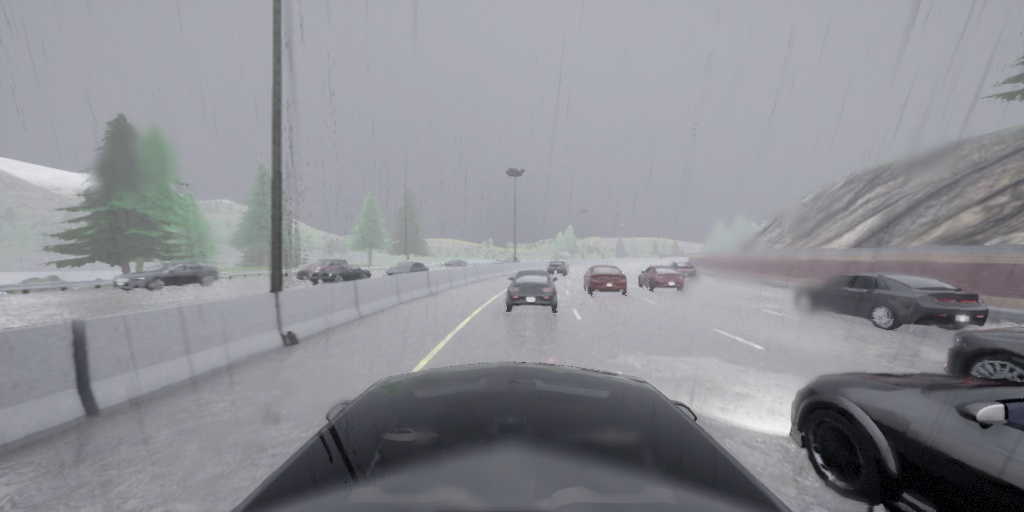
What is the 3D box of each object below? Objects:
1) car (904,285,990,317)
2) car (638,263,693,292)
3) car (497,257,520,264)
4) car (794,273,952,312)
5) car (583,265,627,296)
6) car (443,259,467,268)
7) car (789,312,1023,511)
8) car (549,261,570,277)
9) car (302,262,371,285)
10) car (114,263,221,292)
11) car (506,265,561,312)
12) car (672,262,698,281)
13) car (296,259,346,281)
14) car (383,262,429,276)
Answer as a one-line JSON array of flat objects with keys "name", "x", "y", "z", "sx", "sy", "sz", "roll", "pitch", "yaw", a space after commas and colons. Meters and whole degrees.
[{"name": "car", "x": 7.197, "y": 1.260, "z": 3.129, "sx": 2.128, "sy": 1.511, "sz": 4.902, "roll": 0, "pitch": 0, "yaw": 1}, {"name": "car", "x": 8.730, "y": 1.276, "z": 21.147, "sx": 1.812, "sy": 1.442, "sz": 4.674, "roll": 0, "pitch": 0, "yaw": 8}, {"name": "car", "x": -0.281, "y": 1.025, "z": 64.573, "sx": 2.097, "sy": 1.767, "sz": 4.553, "roll": 0, "pitch": 0, "yaw": 25}, {"name": "car", "x": 11.083, "y": 1.274, "z": 11.070, "sx": 1.837, "sy": 1.490, "sz": 4.892, "roll": 0, "pitch": 0, "yaw": 4}, {"name": "car", "x": 4.978, "y": 1.220, "z": 19.554, "sx": 1.882, "sy": 1.535, "sz": 5.008, "roll": 0, "pitch": 0, "yaw": 8}, {"name": "car", "x": -9.522, "y": 1.200, "z": 60.723, "sx": 2.033, "sy": 1.411, "sz": 5.357, "roll": 0, "pitch": 0, "yaw": 22}, {"name": "car", "x": 3.697, "y": 1.324, "z": 1.760, "sx": 1.994, "sy": 1.385, "sz": 4.181, "roll": 0, "pitch": 0, "yaw": 0}, {"name": "car", "x": 4.647, "y": 1.226, "z": 35.892, "sx": 1.837, "sy": 1.490, "sz": 4.892, "roll": 0, "pitch": 0, "yaw": 14}, {"name": "car", "x": -12.055, "y": 1.289, "z": 25.312, "sx": 1.895, "sy": 1.301, "sz": 4.718, "roll": 0, "pitch": 0, "yaw": 9}, {"name": "car", "x": -19.727, "y": 1.164, "z": 20.811, "sx": 2.128, "sy": 1.511, "sz": 4.902, "roll": 0, "pitch": 0, "yaw": 7}, {"name": "car", "x": 0.829, "y": 1.263, "z": 14.136, "sx": 1.812, "sy": 1.442, "sz": 4.674, "roll": 0, "pitch": 0, "yaw": 5}, {"name": "car", "x": 13.986, "y": 1.246, "z": 29.929, "sx": 2.128, "sy": 1.511, "sz": 4.902, "roll": 0, "pitch": 0, "yaw": 12}, {"name": "car", "x": -14.960, "y": 1.028, "z": 28.853, "sx": 2.097, "sy": 1.767, "sz": 4.553, "roll": 0, "pitch": 0, "yaw": 10}, {"name": "car", "x": -8.076, "y": 1.201, "z": 27.726, "sx": 1.837, "sy": 1.490, "sz": 4.892, "roll": 0, "pitch": 0, "yaw": 11}]
